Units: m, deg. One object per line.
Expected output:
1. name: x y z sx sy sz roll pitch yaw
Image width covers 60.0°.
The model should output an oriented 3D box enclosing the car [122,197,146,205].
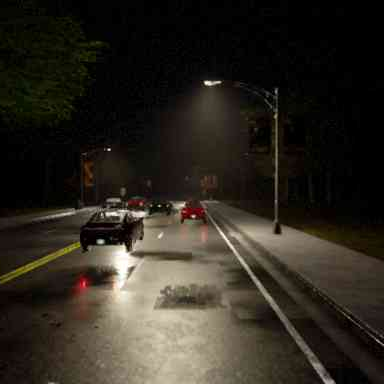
1. car: -6.593 1.373 39.702 2.097 1.767 4.553 0 0 0

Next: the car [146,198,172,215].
1. car: -3.151 1.369 34.170 2.097 1.767 4.553 0 0 0

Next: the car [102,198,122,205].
1. car: -9.840 1.515 41.652 2.128 1.511 4.902 0 0 0

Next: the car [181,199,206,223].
1. car: 0.097 1.537 25.684 1.812 1.442 4.674 0 0 0

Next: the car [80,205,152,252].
1. car: -3.150 1.496 13.914 2.128 1.511 4.902 0 0 0
